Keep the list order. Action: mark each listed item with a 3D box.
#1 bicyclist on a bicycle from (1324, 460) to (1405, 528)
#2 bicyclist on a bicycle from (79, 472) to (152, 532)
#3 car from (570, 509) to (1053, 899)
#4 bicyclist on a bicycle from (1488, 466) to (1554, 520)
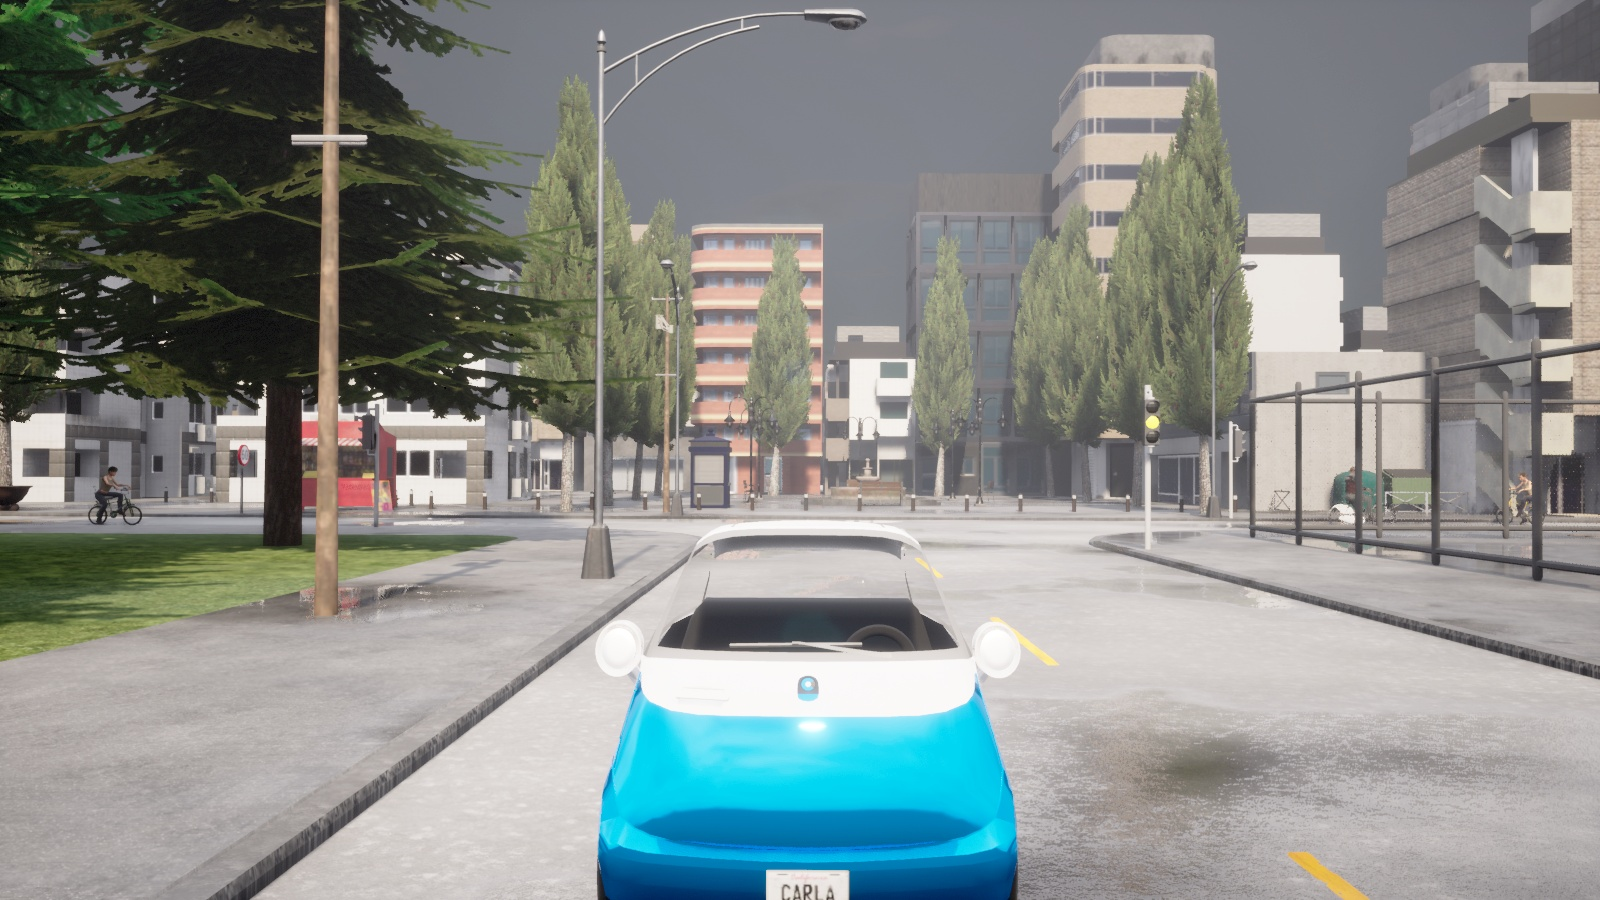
[{"bbox_3d":[15.356,1.194,34.202,1.843,1.776,0.659,-2,-1,-1],"label":"bicyclist on a bicycle"},{"bbox_3d":[-18.738,1.402,34.391,1.509,1.612,0.866,0,-1,1],"label":"bicyclist on a bicycle"},{"bbox_3d":[0.037,0.953,4.965,1.481,1.376,2.207,0,-1,0],"label":"car"},{"bbox_3d":[21.948,1.304,38.248,1.509,1.612,0.866,0,-1,0],"label":"bicyclist on a bicycle"}]
